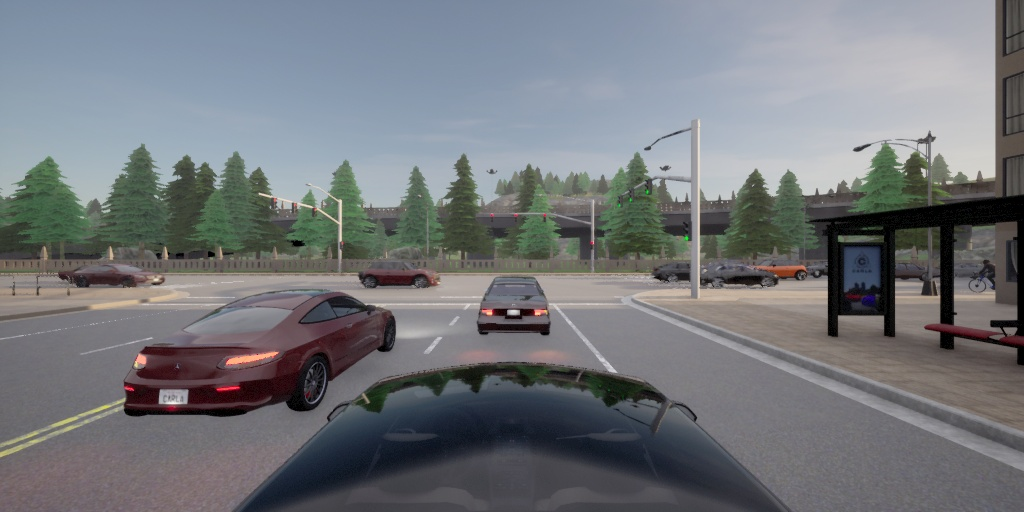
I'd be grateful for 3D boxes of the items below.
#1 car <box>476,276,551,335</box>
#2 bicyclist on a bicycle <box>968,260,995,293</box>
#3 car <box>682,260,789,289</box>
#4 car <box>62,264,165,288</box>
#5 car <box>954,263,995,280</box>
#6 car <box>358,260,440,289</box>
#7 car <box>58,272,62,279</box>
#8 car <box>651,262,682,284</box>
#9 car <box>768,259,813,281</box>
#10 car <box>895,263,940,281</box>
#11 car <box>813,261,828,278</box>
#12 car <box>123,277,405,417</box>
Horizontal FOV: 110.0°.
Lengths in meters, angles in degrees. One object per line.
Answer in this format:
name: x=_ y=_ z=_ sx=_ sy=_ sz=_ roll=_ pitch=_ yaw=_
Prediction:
car: x=0.087 y=1.297 z=10.464 sx=2.033 sy=1.411 sz=5.357 roll=0 pitch=0 yaw=1
bicyclist on a bicycle: x=22.755 y=0.995 z=17.060 sx=0.582 sy=1.620 sz=1.656 roll=0 pitch=0 yaw=1
car: x=13.525 y=1.186 z=21.949 sx=4.902 sy=1.511 sz=2.128 roll=0 pitch=0 yaw=1
car: x=-24.479 y=1.220 z=22.347 sx=4.674 sy=1.442 sz=1.812 roll=0 pitch=0 yaw=1
car: x=38.074 y=1.258 z=30.464 sx=4.181 sy=1.385 sz=1.994 roll=0 pitch=0 yaw=17
car: x=-6.790 y=1.081 z=22.181 sx=4.553 sy=1.767 sz=2.097 roll=0 pitch=0 yaw=1
car: x=-29.392 y=1.295 z=25.931 sx=4.718 sy=1.301 sz=1.895 roll=0 pitch=0 yaw=0
car: x=12.444 y=1.199 z=25.463 sx=4.892 sy=1.490 sz=1.837 roll=0 pitch=0 yaw=1
car: x=20.951 y=1.046 z=28.973 sx=4.553 sy=1.767 sz=2.097 roll=0 pitch=0 yaw=2
car: x=30.554 y=1.242 z=28.534 sx=5.357 sy=1.411 sz=2.033 roll=0 pitch=0 yaw=6
car: x=28.286 y=1.186 z=32.146 sx=4.902 sy=1.511 sz=2.128 roll=0 pitch=0 yaw=4
car: x=-3.447 y=1.276 z=5.969 sx=1.812 sy=1.442 sz=4.674 roll=0 pitch=0 yaw=0
